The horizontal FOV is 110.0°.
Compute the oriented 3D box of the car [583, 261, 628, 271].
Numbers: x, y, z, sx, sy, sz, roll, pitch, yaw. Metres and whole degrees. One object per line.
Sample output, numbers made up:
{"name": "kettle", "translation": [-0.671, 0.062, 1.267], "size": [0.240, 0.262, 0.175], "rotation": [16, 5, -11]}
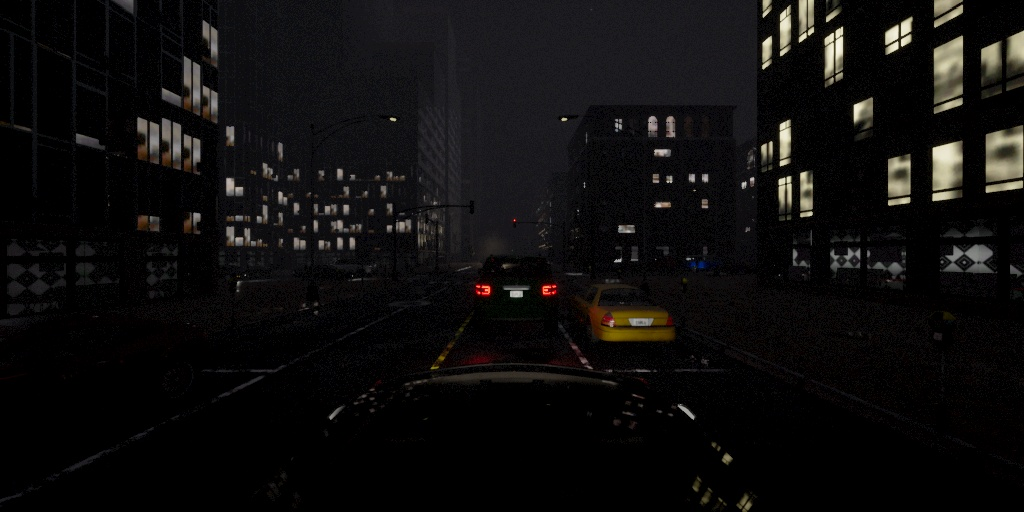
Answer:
{"name": "car", "translation": [9.489, 1.172, 37.365], "size": [4.181, 1.385, 1.994], "rotation": [-1, 0, 3]}

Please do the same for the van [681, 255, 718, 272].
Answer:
{"name": "van", "translation": [20.959, 0.800, 39.703], "size": [3.998, 1.789, 1.690], "rotation": [0, 0, -1]}

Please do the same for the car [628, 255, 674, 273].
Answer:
{"name": "car", "translation": [15.304, 0.844, 39.641], "size": [5.009, 1.841, 2.192], "rotation": [0, 0, -1]}

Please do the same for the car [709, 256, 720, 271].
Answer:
{"name": "car", "translation": [24.016, 0.973, 37.267], "size": [5.357, 1.411, 2.033], "rotation": [-1, 0, -1]}

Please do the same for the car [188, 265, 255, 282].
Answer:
{"name": "car", "translation": [-27.521, 1.602, 33.694], "size": [4.892, 1.490, 1.837], "rotation": [-1, 0, -1]}

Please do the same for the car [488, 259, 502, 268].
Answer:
{"name": "car", "translation": [-2.858, 1.300, 60.769], "size": [2.033, 1.411, 5.357], "rotation": [0, 0, 0]}

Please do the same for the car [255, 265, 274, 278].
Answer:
{"name": "car", "translation": [-28.422, 1.648, 39.064], "size": [4.403, 1.370, 2.007], "rotation": [0, 0, -1]}

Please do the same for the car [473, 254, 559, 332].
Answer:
{"name": "car", "translation": [0.094, 0.971, 10.983], "size": [2.150, 2.045, 5.566], "rotation": [0, 0, 0]}

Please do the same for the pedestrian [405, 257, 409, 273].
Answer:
{"name": "pedestrian", "translation": [-12.371, 1.020, 42.257], "size": [0.375, 1.860, 0.375], "rotation": [0, 1, -1]}

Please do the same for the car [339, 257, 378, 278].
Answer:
{"name": "car", "translation": [-16.676, 1.168, 36.789], "size": [5.566, 2.045, 2.150], "rotation": [-1, 0, -1]}

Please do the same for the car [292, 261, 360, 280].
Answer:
{"name": "car", "translation": [-17.707, 1.515, 33.824], "size": [5.357, 1.411, 2.033], "rotation": [-1, 0, -1]}

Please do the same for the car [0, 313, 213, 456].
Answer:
{"name": "car", "translation": [-5.316, 1.332, 3.695], "size": [1.802, 1.307, 4.207], "rotation": [0, 0, 0]}

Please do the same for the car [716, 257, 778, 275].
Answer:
{"name": "car", "translation": [21.071, 1.019, 31.823], "size": [4.507, 1.381, 1.888], "rotation": [0, 0, -1]}

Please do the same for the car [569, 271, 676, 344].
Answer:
{"name": "car", "translation": [2.561, 1.275, 9.429], "size": [1.751, 1.417, 4.829], "rotation": [0, 0, 0]}

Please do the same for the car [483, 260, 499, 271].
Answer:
{"name": "car", "translation": [-2.861, 1.299, 50.632], "size": [2.033, 1.411, 5.357], "rotation": [0, 0, -1]}
